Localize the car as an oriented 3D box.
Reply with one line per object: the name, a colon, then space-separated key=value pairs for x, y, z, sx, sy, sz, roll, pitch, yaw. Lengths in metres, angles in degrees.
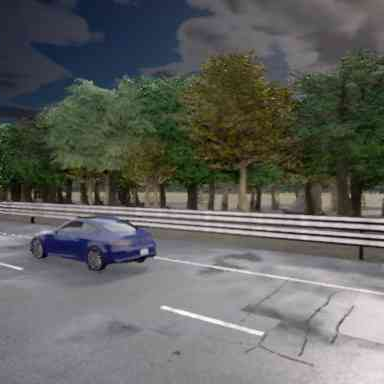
car: x=-3.198 y=1.483 z=10.558 sx=4.674 sy=1.442 sz=1.812 roll=0 pitch=0 yaw=35
